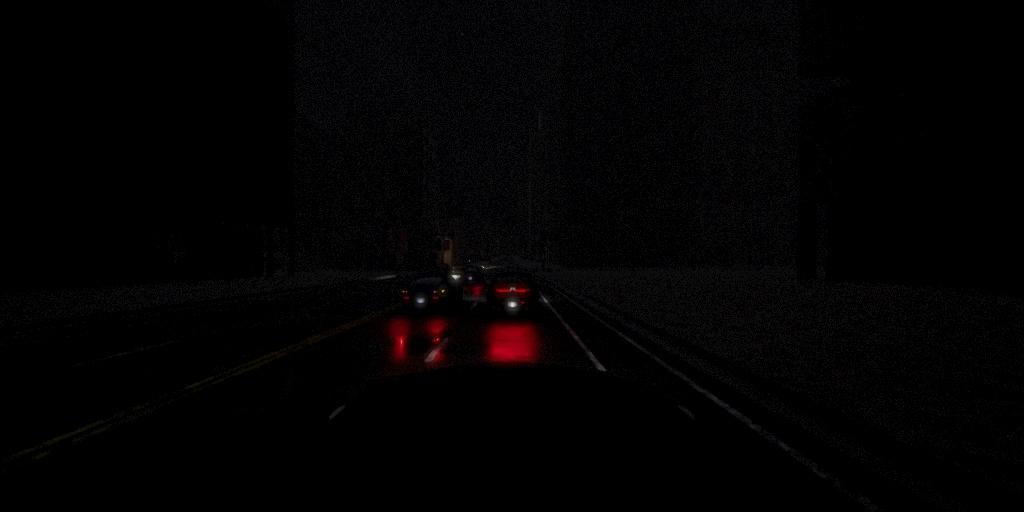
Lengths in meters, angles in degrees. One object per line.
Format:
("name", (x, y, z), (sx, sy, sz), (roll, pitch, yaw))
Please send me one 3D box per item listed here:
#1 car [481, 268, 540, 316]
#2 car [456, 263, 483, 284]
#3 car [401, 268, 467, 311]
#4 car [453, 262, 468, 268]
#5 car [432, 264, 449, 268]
("car", (0.039, 1.364, 13.885), (1.837, 1.490, 4.892), (0, -1, 1))
("car", (-3.208, 1.553, 30.035), (1.812, 1.442, 4.674), (0, 0, 0))
("car", (-3.205, 1.397, 14.959), (1.812, 1.442, 4.674), (0, 0, 0))
("car", (-6.559, 1.566, 47.154), (2.097, 1.767, 4.553), (0, -1, 0))
("car", (-9.791, 1.786, 49.274), (2.033, 1.411, 5.357), (0, -1, 0))
